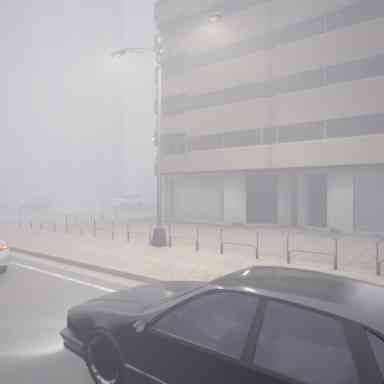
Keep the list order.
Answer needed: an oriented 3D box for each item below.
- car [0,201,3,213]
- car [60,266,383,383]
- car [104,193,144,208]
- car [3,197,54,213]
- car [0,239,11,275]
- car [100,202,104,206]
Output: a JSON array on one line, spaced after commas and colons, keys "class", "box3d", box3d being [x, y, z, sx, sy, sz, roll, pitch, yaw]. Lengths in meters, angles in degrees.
[{"class": "car", "box3d": [-22.787, 1.547, 36.703, 2.128, 1.511, 4.902, 0, 0, 38]}, {"class": "car", "box3d": [0.852, 1.547, 3.404, 5.357, 1.411, 2.033, 0, 0, 38]}, {"class": "car", "box3d": [-9.464, 1.266, 48.403, 2.150, 2.045, 5.566, 0, 1, 38]}, {"class": "car", "box3d": [-18.002, 1.407, 37.177, 2.097, 1.767, 4.553, 0, 0, 37]}, {"class": "car", "box3d": [-6.747, 1.526, 9.250, 4.674, 1.442, 1.812, 0, 0, 39]}, {"class": "car", "box3d": [-11.489, 1.603, 51.524, 2.033, 1.411, 5.357, 0, 0, 38]}]
